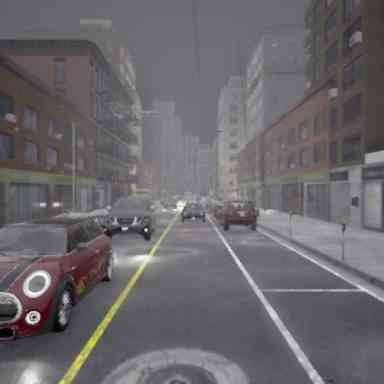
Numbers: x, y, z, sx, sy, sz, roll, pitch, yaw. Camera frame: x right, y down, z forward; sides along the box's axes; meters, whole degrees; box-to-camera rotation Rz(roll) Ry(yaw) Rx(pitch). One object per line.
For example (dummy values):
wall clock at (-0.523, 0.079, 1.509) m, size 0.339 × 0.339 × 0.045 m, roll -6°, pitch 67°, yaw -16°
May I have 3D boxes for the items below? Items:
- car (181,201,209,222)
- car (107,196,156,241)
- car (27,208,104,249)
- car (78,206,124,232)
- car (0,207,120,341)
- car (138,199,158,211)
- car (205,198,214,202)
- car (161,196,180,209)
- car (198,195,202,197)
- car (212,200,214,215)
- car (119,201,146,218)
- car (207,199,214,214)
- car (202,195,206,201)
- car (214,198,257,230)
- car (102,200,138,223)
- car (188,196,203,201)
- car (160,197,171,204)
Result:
car at (0.104, 1.679, 27.075) m, size 1.895 × 1.301 × 4.718 m, roll 0°, pitch 0°, yaw 0°
car at (-3.069, 1.267, 17.361) m, size 2.150 × 2.045 × 5.566 m, roll 0°, pitch 0°, yaw -3°
car at (-5.674, 1.564, 15.598) m, size 1.752 × 1.417 × 4.829 m, roll 0°, pitch 0°, yaw 0°
car at (-5.672, 1.639, 21.265) m, size 1.802 × 1.307 × 4.206 m, roll 0°, pitch 0°, yaw 0°
car at (-3.091, 1.367, 6.841) m, size 2.097 × 1.767 × 4.553 m, roll 0°, pitch 0°, yaw 0°
car at (-5.671, 1.688, 43.252) m, size 1.887 × 1.381 × 4.507 m, roll -1°, pitch 0°, yaw 0°
car at (2.854, 1.666, 37.754) m, size 1.887 × 1.381 × 4.507 m, roll -1°, pitch 0°, yaw 0°
car at (-3.074, 1.668, 47.799) m, size 1.837 × 1.490 × 4.892 m, roll 0°, pitch 0°, yaw 0°
car at (2.359, 1.758, 61.668) m, size 1.812 × 1.442 × 4.674 m, roll 0°, pitch 0°, yaw 0°
car at (2.852, 1.603, 26.931) m, size 1.752 × 1.417 × 4.829 m, roll -1°, pitch 0°, yaw 0°
car at (-5.672, 1.622, 32.088) m, size 1.752 × 1.417 × 4.829 m, roll -1°, pitch 0°, yaw 0°
car at (2.853, 1.649, 32.257) m, size 2.008 × 1.369 × 4.403 m, roll -1°, pitch 0°, yaw 0°
car at (2.854, 1.610, 48.748) m, size 1.967 × 1.590 × 4.097 m, roll -1°, pitch 0°, yaw 0°
car at (2.851, 1.373, 21.265) m, size 2.192 × 1.841 × 5.009 m, roll -1°, pitch 0°, yaw 0°
car at (-5.674, 1.516, 26.762) m, size 1.967 × 1.590 × 4.097 m, roll -1°, pitch 0°, yaw 0°
car at (0.106, 1.673, 43.990) m, size 1.812 × 1.442 × 4.674 m, roll 0°, pitch 0°, yaw 0°
car at (-5.667, 1.847, 70.735) m, size 1.947 × 1.339 × 4.313 m, roll -1°, pitch 0°, yaw 0°
